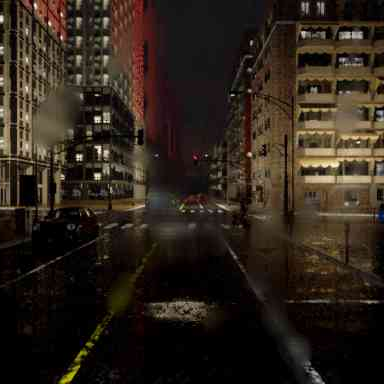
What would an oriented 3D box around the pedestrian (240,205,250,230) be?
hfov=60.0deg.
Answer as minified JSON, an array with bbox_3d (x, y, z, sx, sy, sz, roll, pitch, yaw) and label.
[{"bbox_3d":[3.176,1.575,19.509,0.375,1.300,0.375,0,0,0],"label":"pedestrian"}]

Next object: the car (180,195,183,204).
[{"bbox_3d":[-3.143,1.369,61.267,2.097,1.767,4.553,0,0,0],"label":"car"}]

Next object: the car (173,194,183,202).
[{"bbox_3d":[-3.095,1.384,76.094,2.097,1.767,4.553,0,0,0],"label":"car"}]

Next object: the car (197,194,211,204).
[{"bbox_3d":[2.608,1.336,64.544,2.192,1.841,5.009,0,0,0],"label":"car"}]

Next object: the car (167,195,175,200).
[{"bbox_3d":[-5.807,1.569,92.116,1.752,1.417,4.829,0,0,0],"label":"car"}]

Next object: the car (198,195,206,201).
[{"bbox_3d":[2.581,1.589,86.747,2.008,1.369,4.403,0,0,0],"label":"car"}]

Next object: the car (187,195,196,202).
[{"bbox_3d":[-0.094,1.377,77.318,2.097,1.767,4.553,0,0,0],"label":"car"}]

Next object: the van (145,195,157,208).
[{"bbox_3d":[-5.751,1.352,47.879,1.690,1.788,3.998,0,0,0],"label":"van"}]

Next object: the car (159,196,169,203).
[{"bbox_3d":[-5.778,1.550,69.913,1.752,1.417,4.829,0,0,0],"label":"car"}]

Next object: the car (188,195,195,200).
[{"bbox_3d":[-0.107,1.441,87.388,1.994,1.385,4.181,0,0,0],"label":"car"}]

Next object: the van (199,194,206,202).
[{"bbox_3d":[2.587,1.374,81.197,1.690,1.788,3.998,0,0,0],"label":"van"}]

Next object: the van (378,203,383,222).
[{"bbox_3d":[16.897,1.705,26.167,3.998,1.788,1.690,1,-1,0],"label":"van"}]

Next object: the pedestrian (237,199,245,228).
[{"bbox_3d":[3.081,1.295,20.151,0.375,1.860,0.375,0,0,0],"label":"pedestrian"}]

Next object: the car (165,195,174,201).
[{"bbox_3d":[-5.800,1.478,86.735,1.967,1.590,4.097,0,0,0],"label":"car"}]

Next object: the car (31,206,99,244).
[{"bbox_3d":[-5.710,1.441,15.405,1.967,1.590,4.097,0,0,0],"label":"car"}]

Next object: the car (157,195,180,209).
[{"bbox_3d":[-3.163,1.362,45.540,2.097,1.767,4.553,0,0,0],"label":"car"}]

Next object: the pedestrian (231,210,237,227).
[{"bbox_3d":[2.721,1.675,20.751,0.500,1.100,0.500,0,0,0],"label":"pedestrian"}]

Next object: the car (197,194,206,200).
[{"bbox_3d":[2.573,1.359,92.298,2.192,1.841,5.009,0,0,0],"label":"car"}]
